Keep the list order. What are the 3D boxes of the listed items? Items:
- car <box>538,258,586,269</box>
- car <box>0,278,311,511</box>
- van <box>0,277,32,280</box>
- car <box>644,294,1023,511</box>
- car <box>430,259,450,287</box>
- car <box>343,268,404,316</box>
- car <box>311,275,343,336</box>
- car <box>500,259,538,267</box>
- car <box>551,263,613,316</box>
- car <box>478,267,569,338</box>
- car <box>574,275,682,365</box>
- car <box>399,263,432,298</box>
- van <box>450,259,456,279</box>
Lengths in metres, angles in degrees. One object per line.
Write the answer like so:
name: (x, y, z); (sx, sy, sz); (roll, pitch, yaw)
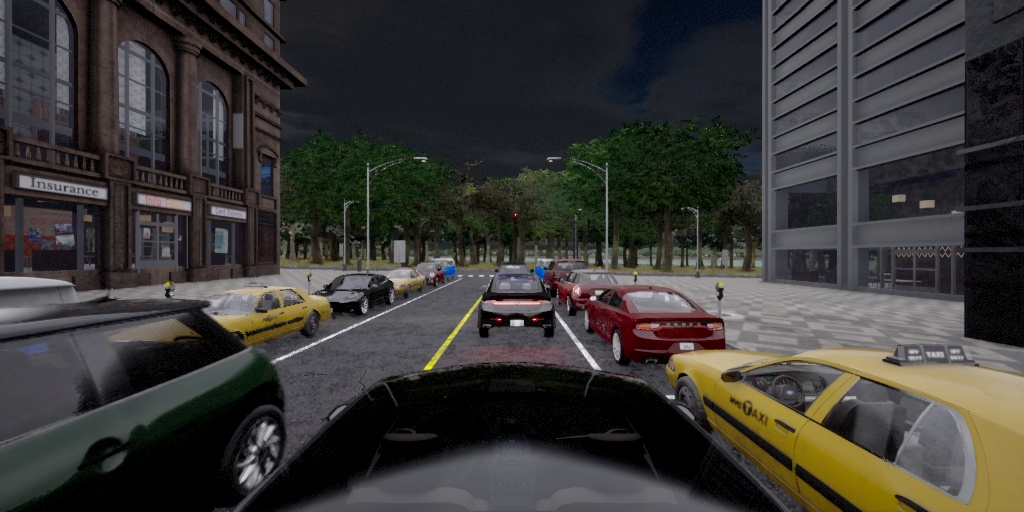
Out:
car: (2.789, 1.066, 18.779); (2.192, 1.841, 5.009); (0, 0, 0)
car: (-3.101, 1.102, 1.336); (2.097, 1.767, 4.553); (0, 0, 0)
van: (-5.762, 1.091, 2.479); (1.690, 1.789, 3.998); (0, 0, 0)
car: (2.763, 1.275, 2.636); (1.751, 1.417, 4.829); (0, 0, 0)
car: (-5.728, 1.192, 24.229); (1.967, 1.591, 4.097); (0, 0, 0)
car: (-5.745, 1.316, 13.354); (1.948, 1.339, 4.313); (0, 0, 0)
car: (-5.754, 1.275, 7.747); (1.751, 1.417, 4.829); (0, 0, 0)
car: (0.128, 1.103, 19.183); (2.097, 1.767, 4.553); (0, 0, 1)
car: (2.780, 1.190, 13.341); (1.967, 1.591, 4.097); (0, 0, 0)
car: (0.114, 1.242, 10.218); (2.128, 1.511, 4.902); (0, 0, 0)
car: (2.772, 1.295, 7.904); (1.888, 1.381, 4.507); (0, 0, 0)
car: (-5.737, 1.277, 18.622); (1.751, 1.417, 4.829); (0, 0, 0)
van: (-5.719, 1.094, 29.667); (1.690, 1.789, 3.998); (0, 0, 0)
